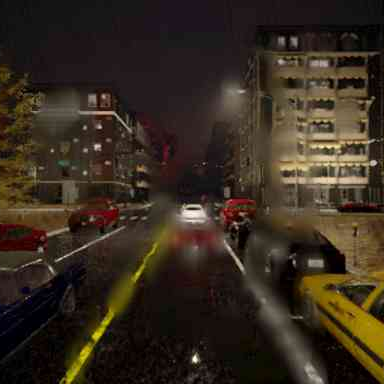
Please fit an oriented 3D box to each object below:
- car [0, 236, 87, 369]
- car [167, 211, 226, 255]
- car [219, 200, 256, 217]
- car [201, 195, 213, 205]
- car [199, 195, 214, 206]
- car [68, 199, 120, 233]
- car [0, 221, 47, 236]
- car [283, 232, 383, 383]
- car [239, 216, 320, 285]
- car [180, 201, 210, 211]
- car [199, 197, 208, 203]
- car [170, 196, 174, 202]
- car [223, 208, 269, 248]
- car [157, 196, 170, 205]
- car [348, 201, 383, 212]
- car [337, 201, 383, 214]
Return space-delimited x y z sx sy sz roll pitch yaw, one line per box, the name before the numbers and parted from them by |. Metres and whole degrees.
car | -3.095 1.616 4.609 1.895 1.301 4.718 0 0 0
car | 0.099 1.646 13.437 1.895 1.301 4.718 0 0 0
car | 2.780 1.383 20.214 2.192 1.841 5.009 1 0 0
car | 2.824 1.532 63.989 2.192 1.841 5.009 1 0 0
car | 2.833 1.513 58.288 2.192 1.841 5.009 1 0 0
car | -5.747 1.382 20.208 2.192 1.841 5.009 1 0 0
car | -5.678 1.576 9.319 1.887 1.381 4.507 1 0 0
car | 2.704 1.540 4.069 1.752 1.417 4.829 1 0 0
car | 2.703 1.598 9.339 1.947 1.339 4.313 1 0 0
car | 0.102 1.605 23.686 1.812 1.442 4.674 0 0 0
car | 2.698 1.842 81.072 1.947 1.339 4.313 1 0 0
car | -5.683 1.819 86.536 1.752 1.417 4.829 1 0 0
car | 2.702 1.616 14.777 1.947 1.339 4.313 1 0 0
car | -5.804 1.767 63.923 2.008 1.369 4.403 1 0 0
car | 22.794 1.873 42.967 4.313 1.339 1.947 0 -1 0
car | 17.280 1.686 34.576 4.206 1.307 1.802 0 -1 0
